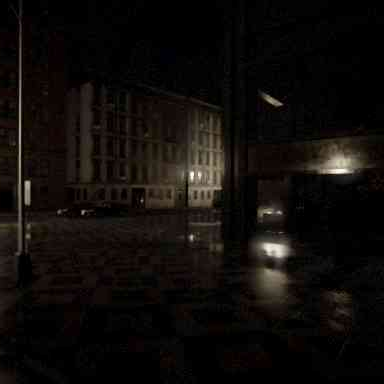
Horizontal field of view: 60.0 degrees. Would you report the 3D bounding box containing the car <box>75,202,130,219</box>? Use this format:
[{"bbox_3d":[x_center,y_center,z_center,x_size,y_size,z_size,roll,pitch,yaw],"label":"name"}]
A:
[{"bbox_3d":[-8.404,1.740,32.472,2.128,1.511,4.902,0,-1,43],"label":"car"}]

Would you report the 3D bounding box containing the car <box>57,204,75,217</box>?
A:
[{"bbox_3d":[-11.372,1.766,34.047,1.812,1.442,4.674,0,-1,43],"label":"car"}]

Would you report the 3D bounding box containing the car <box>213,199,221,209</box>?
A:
[{"bbox_3d":[5.657,1.714,52.427,2.150,2.045,5.566,0,-1,43],"label":"car"}]
